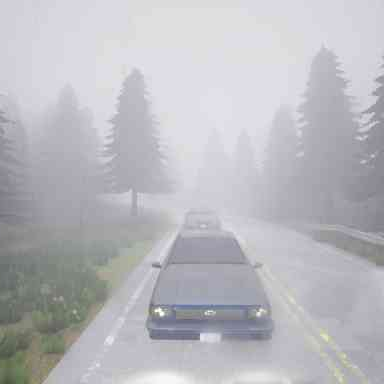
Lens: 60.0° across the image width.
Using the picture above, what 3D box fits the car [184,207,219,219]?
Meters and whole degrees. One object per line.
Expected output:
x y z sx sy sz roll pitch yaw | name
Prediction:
0.519 1.584 19.273 1.994 1.385 4.181 0 0 -2 | car

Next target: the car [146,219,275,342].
0.302 1.558 7.101 2.033 1.411 5.357 0 0 1 | car
